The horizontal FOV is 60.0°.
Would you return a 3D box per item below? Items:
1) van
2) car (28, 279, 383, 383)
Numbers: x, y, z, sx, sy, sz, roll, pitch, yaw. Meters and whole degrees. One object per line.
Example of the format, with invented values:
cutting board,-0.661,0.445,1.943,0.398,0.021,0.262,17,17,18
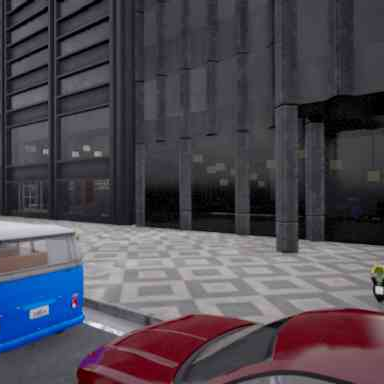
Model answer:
van,-3.524,1.358,5.480,3.998,1.788,1.690,0,0,36
car,1.042,1.546,2.222,4.507,1.381,1.887,0,0,36
